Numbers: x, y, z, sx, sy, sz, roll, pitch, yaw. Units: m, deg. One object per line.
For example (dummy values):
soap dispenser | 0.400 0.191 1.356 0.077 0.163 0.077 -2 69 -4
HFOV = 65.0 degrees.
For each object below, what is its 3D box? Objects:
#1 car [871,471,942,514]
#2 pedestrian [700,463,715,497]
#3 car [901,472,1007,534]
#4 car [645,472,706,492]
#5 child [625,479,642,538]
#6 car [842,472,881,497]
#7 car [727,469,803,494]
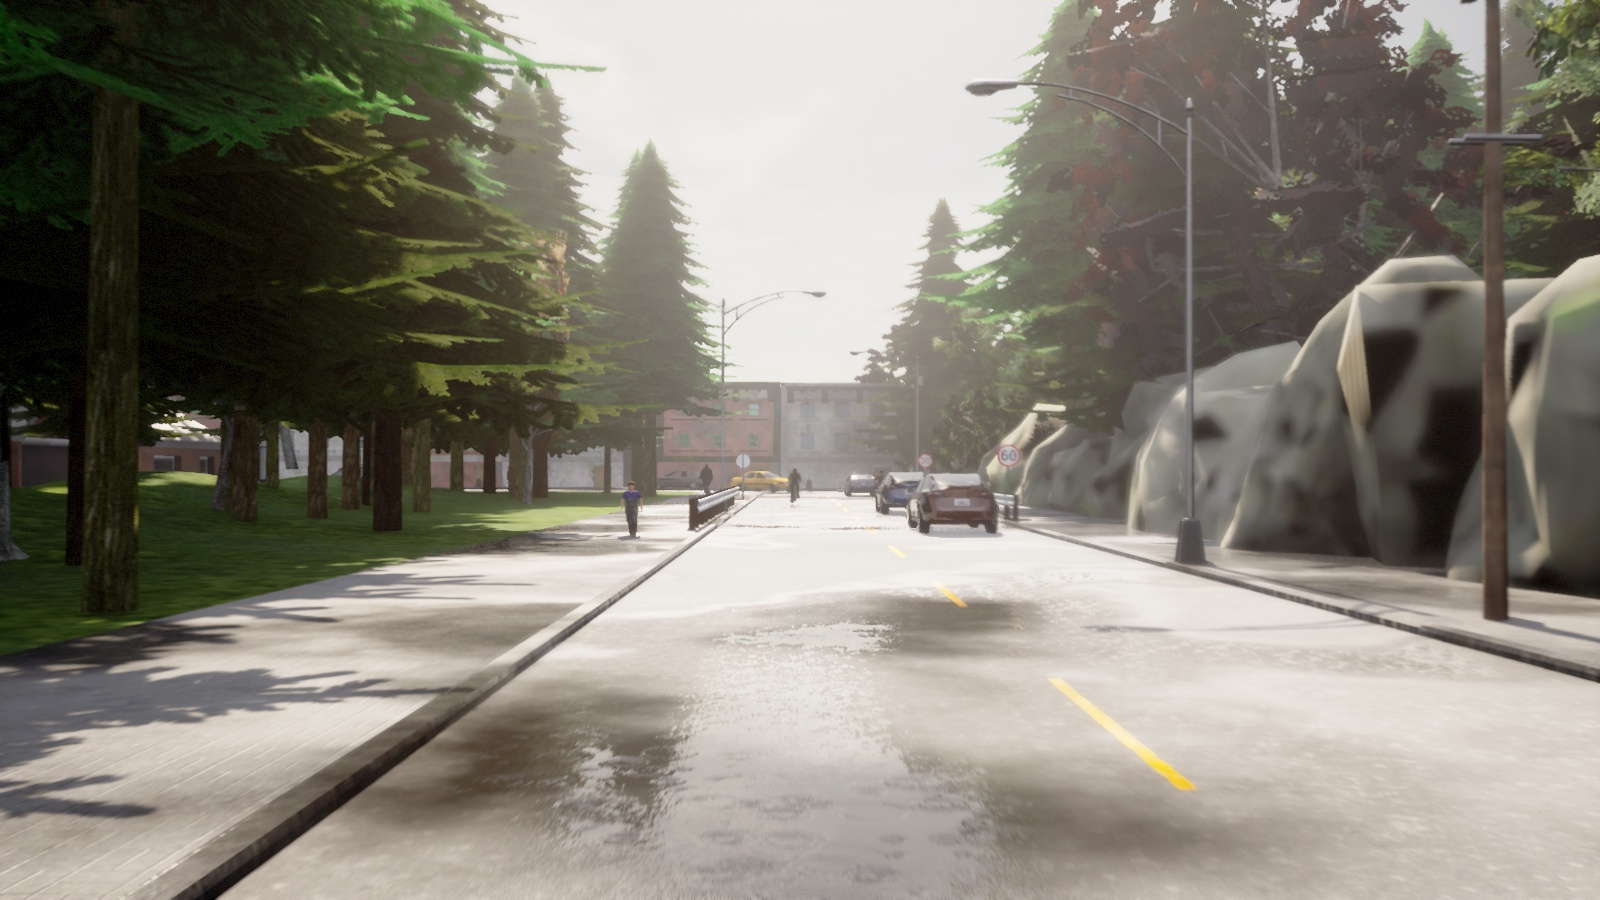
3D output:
car | 3.852 1.537 46.312 2.163 1.488 4.792 0 -1 0
pedestrian | -5.182 1.662 70.062 0.634 1.844 0.899 0 -1 -19
car | 3.927 1.322 32.850 2.163 1.488 4.792 0 -1 0
car | -9.075 2.331 91.908 4.193 1.474 1.816 0 -1 5
child | -3.564 1.247 26.935 0.270 1.263 0.437 0 -1 4
car | 3.662 2.051 75.513 2.033 1.411 5.357 0 -1 0
car | -2.428 2.123 85.167 5.366 1.575 1.801 -1 -1 42
